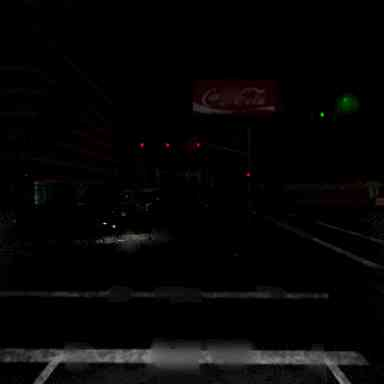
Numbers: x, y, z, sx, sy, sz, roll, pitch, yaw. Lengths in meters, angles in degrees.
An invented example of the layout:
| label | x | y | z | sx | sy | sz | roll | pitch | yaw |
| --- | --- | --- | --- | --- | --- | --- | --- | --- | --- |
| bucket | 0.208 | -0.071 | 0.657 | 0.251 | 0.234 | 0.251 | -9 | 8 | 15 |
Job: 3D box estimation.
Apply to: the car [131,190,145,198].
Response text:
| label | x | y | z | sx | sy | sz | roll | pitch | yaw |
| --- | --- | --- | --- | --- | --- | --- | --- | --- | --- |
| car | -10.518 | 0.335 | 65.324 | 1.882 | 1.535 | 5.008 | 0 | 1 | 0 |

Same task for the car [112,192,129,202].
| label | x | y | z | sx | sy | sz | roll | pitch | yaw |
| --- | --- | --- | --- | --- | --- | --- | --- | --- | --- |
| car | -10.578 | 0.662 | 49.342 | 1.812 | 1.442 | 4.674 | 0 | 1 | 0 |

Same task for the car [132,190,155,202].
| label | x | y | z | sx | sy | sz | roll | pitch | yaw |
| --- | --- | --- | --- | --- | --- | --- | --- | --- | --- |
| car | -7.080 | 0.743 | 48.992 | 1.895 | 1.301 | 4.718 | 0 | 1 | 0 |

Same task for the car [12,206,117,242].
| label | x | y | z | sx | sy | sz | roll | pitch | yaw |
| --- | --- | --- | --- | --- | --- | --- | --- | --- | --- |
| car | -5.393 | 1.312 | 14.383 | 4.181 | 1.385 | 1.994 | 0 | 1 | 0 |

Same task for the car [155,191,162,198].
| label | x | y | z | sx | sy | sz | roll | pitch | yaw |
| --- | --- | --- | --- | --- | --- | --- | --- | --- | --- |
| car | -7.016 | 0.458 | 65.367 | 1.895 | 1.301 | 4.718 | 0 | 1 | 0 |
